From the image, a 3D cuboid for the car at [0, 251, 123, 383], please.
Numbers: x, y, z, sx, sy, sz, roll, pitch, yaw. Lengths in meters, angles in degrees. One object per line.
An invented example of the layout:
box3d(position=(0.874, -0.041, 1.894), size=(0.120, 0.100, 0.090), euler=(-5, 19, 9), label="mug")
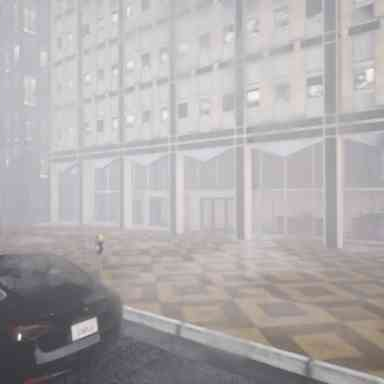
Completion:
box3d(position=(-2.893, 1.571, 4.942), size=(4.313, 1.339, 1.947), euler=(0, 0, 35), label="car")
